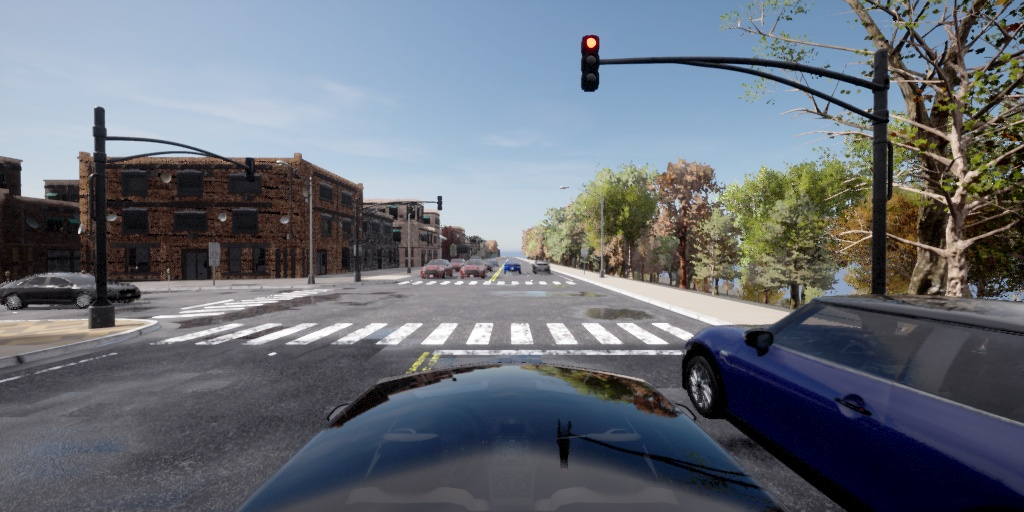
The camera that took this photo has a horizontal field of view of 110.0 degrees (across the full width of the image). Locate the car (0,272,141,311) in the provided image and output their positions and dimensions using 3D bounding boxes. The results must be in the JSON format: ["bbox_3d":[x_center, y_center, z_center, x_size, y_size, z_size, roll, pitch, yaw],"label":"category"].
[{"bbox_3d":[-19.756,1.552,16.157,4.892,1.490,1.837,-1,1,-1],"label":"car"}]

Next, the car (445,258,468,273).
[{"bbox_3d":[-6.657,1.097,43.364,2.097,1.767,4.553,0,0,0],"label":"car"}]

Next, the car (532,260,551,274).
[{"bbox_3d":[3.300,1.236,40.968,2.128,1.511,4.902,0,0,0],"label":"car"}]

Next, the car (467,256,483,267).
[{"bbox_3d":[-6.655,0.967,64.984,2.150,2.045,5.566,0,0,0],"label":"car"}]

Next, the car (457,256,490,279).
[{"bbox_3d":[-3.375,1.098,32.263,2.097,1.767,4.553,0,0,0],"label":"car"}]

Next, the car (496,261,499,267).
[{"bbox_3d":[-3.418,1.309,63.440,1.994,1.385,4.181,0,0,0],"label":"car"}]

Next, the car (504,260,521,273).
[{"bbox_3d":[0.046,1.222,42.552,1.882,1.535,5.008,0,0,0],"label":"car"}]

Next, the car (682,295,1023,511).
[{"bbox_3d":[3.350,1.103,3.020,2.097,1.767,4.553,0,0,0],"label":"car"}]

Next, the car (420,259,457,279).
[{"bbox_3d":[-6.689,1.098,32.278,2.097,1.767,4.553,0,0,2],"label":"car"}]

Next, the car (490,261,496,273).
[{"bbox_3d":[-3.411,1.223,44.810,1.882,1.535,5.008,0,0,0],"label":"car"}]
